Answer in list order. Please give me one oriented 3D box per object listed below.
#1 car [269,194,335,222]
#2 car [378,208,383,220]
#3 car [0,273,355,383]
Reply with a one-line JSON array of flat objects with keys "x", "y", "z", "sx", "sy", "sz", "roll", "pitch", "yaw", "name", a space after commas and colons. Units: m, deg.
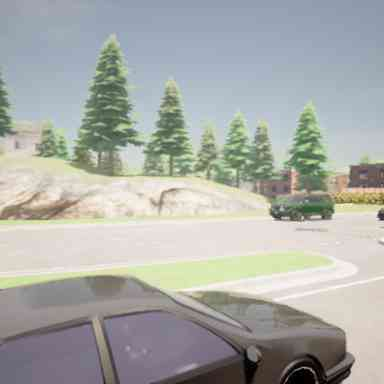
[{"x": 8.646, "y": 1.178, "z": 25.904, "sx": 5.566, "sy": 2.045, "sz": 2.150, "roll": 0, "pitch": 0, "yaw": -28, "name": "car"}, {"x": 14.218, "y": 1.527, "z": 20.968, "sx": 4.674, "sy": 1.442, "sz": 1.812, "roll": 0, "pitch": 0, "yaw": -28, "name": "car"}, {"x": -0.860, "y": 1.531, "z": 2.950, "sx": 5.357, "sy": 1.411, "sz": 2.033, "roll": 0, "pitch": 0, "yaw": -33, "name": "car"}]
